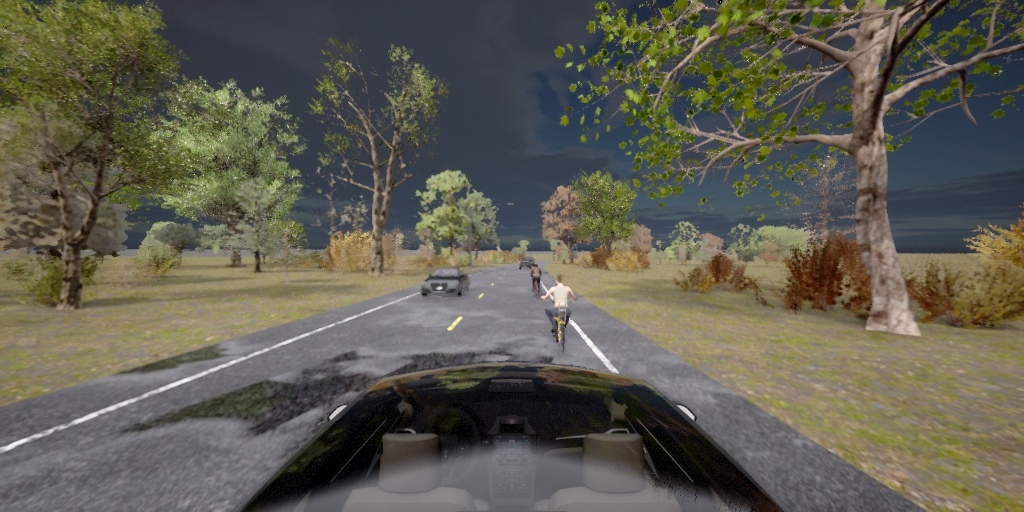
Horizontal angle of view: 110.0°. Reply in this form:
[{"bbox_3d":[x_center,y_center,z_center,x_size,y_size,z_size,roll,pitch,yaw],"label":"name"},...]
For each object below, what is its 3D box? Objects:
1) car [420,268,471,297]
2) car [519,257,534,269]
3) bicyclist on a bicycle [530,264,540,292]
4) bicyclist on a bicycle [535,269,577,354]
[{"bbox_3d":[-3.368,1.315,18.821,1.994,1.385,4.181,0,0,1],"label":"car"},{"bbox_3d":[2.208,1.351,57.803,1.837,1.490,4.892,0,0,4],"label":"car"},{"bbox_3d":[1.153,1.206,17.055,0.582,1.620,1.656,0,0,1],"label":"bicyclist on a bicycle"},{"bbox_3d":[1.031,1.186,7.815,0.866,1.612,1.509,0,0,0],"label":"bicyclist on a bicycle"}]
